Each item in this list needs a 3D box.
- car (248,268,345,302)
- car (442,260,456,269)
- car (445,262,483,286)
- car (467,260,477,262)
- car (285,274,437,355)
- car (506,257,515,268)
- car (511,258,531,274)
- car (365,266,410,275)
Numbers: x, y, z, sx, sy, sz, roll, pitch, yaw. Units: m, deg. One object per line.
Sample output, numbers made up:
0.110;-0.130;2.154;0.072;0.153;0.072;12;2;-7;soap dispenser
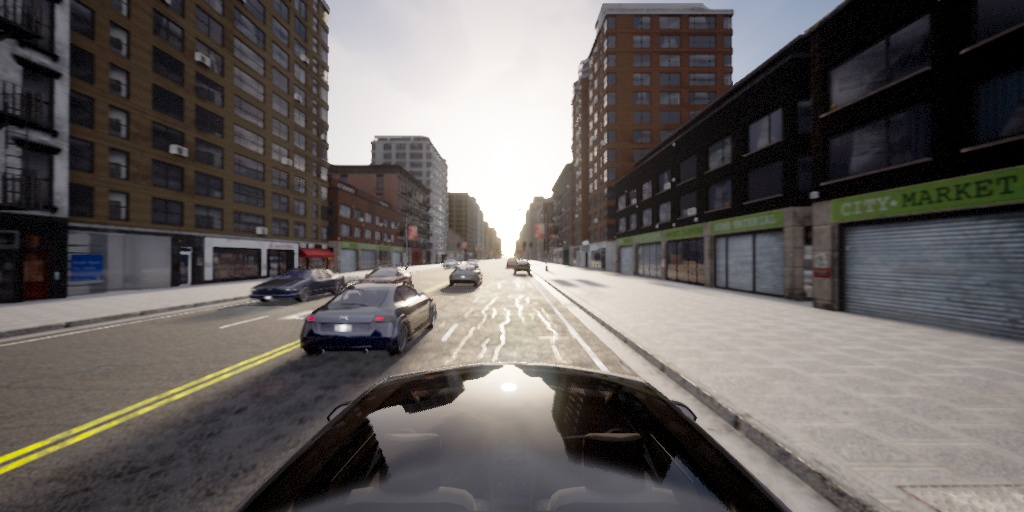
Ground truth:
-9.858;1.302;17.149;2.033;1.411;5.357;0;0;0;car
-9.819;1.302;57.418;1.812;1.442;4.674;0;0;1;car
-3.157;1.321;25.043;1.994;1.385;4.181;0;0;0;car
-6.568;1.303;58.803;1.812;1.442;4.674;0;0;0;car
-3.156;1.316;8.710;1.994;1.385;4.181;0;0;0;car
-0.019;1.343;60.394;1.994;1.385;4.181;0;0;0;car
1.124;1.270;40.646;1.837;1.490;4.892;0;0;0;car
-6.605;1.281;19.065;1.812;1.442;4.674;0;0;0;car
